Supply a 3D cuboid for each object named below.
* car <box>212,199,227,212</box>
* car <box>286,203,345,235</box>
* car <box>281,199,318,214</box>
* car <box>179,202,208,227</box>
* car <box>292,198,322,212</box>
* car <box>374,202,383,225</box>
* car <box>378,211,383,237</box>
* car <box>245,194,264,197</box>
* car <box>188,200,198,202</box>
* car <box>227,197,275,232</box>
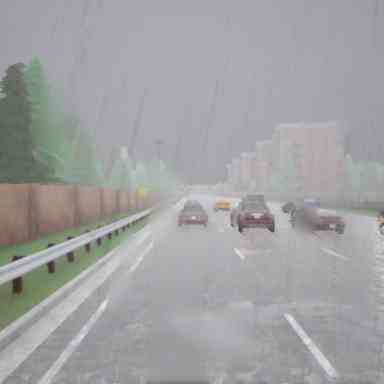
[{"bbox_3d":[3.595,1.561,41.037,1.882,1.535,5.008,0,0,0],"label":"car"},{"bbox_3d":[7.099,1.565,19.110,1.812,1.442,4.674,0,0,0],"label":"car"},{"bbox_3d":[10.596,1.616,33.908,2.033,1.411,5.357,0,0,0],"label":"car"},{"bbox_3d":[0.097,1.611,23.192,1.994,1.385,4.181,0,0,0],"label":"car"},{"bbox_3d":[14.096,1.561,41.040,1.882,1.535,5.008,0,0,0],"label":"car"},{"bbox_3d":[14.087,1.522,21.461,1.882,1.535,5.008,0,0,0],"label":"car"},{"bbox_3d":[10.599,1.509,15.134,1.882,1.535,5.008,0,0,0],"label":"car"},{"bbox_3d":[7.096,1.300,38.679,2.150,2.045,5.566,0,0,0],"label":"car"},{"bbox_3d":[0.096,1.645,40.301,1.994,1.385,4.181,0,0,0],"label":"car"},{"bbox_3d":[3.598,1.394,20.497,2.097,1.767,4.553,0,0,0],"label":"car"}]
